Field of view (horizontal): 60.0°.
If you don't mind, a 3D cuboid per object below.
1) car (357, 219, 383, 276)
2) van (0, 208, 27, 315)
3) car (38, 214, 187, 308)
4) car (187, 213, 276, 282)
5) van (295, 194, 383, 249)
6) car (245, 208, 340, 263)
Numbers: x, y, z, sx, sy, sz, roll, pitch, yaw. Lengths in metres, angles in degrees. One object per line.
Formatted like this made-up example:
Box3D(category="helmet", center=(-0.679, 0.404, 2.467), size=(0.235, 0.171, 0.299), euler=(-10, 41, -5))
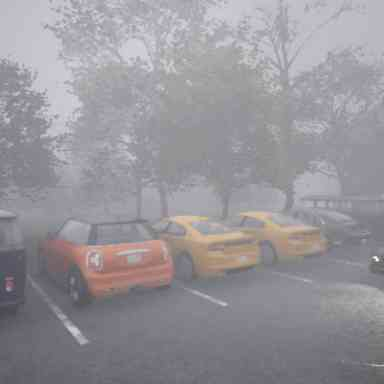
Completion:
Box3D(category="car", center=(6.858, 1.471, 8.863), size=(5.357, 1.411, 2.033), euler=(-1, 0, -36))
Box3D(category="van", center=(-4.714, 1.254, 6.840), size=(1.878, 1.987, 4.442), euler=(0, 0, -35))
Box3D(category="car", center=(-2.372, 1.334, 8.325), size=(2.185, 1.767, 4.553), euler=(0, 0, -35))
Box3D(category="car", center=(-0.231, 1.441, 9.882), size=(2.097, 1.535, 5.008), euler=(-1, 0, -35))
Box3D(category="van", center=(6.569, 1.154, 14.872), size=(1.878, 1.987, 4.442), euler=(-1, 0, -35))
Box3D(category="car", center=(2.128, 1.420, 11.561), size=(2.097, 1.535, 5.008), euler=(0, 0, -35))
